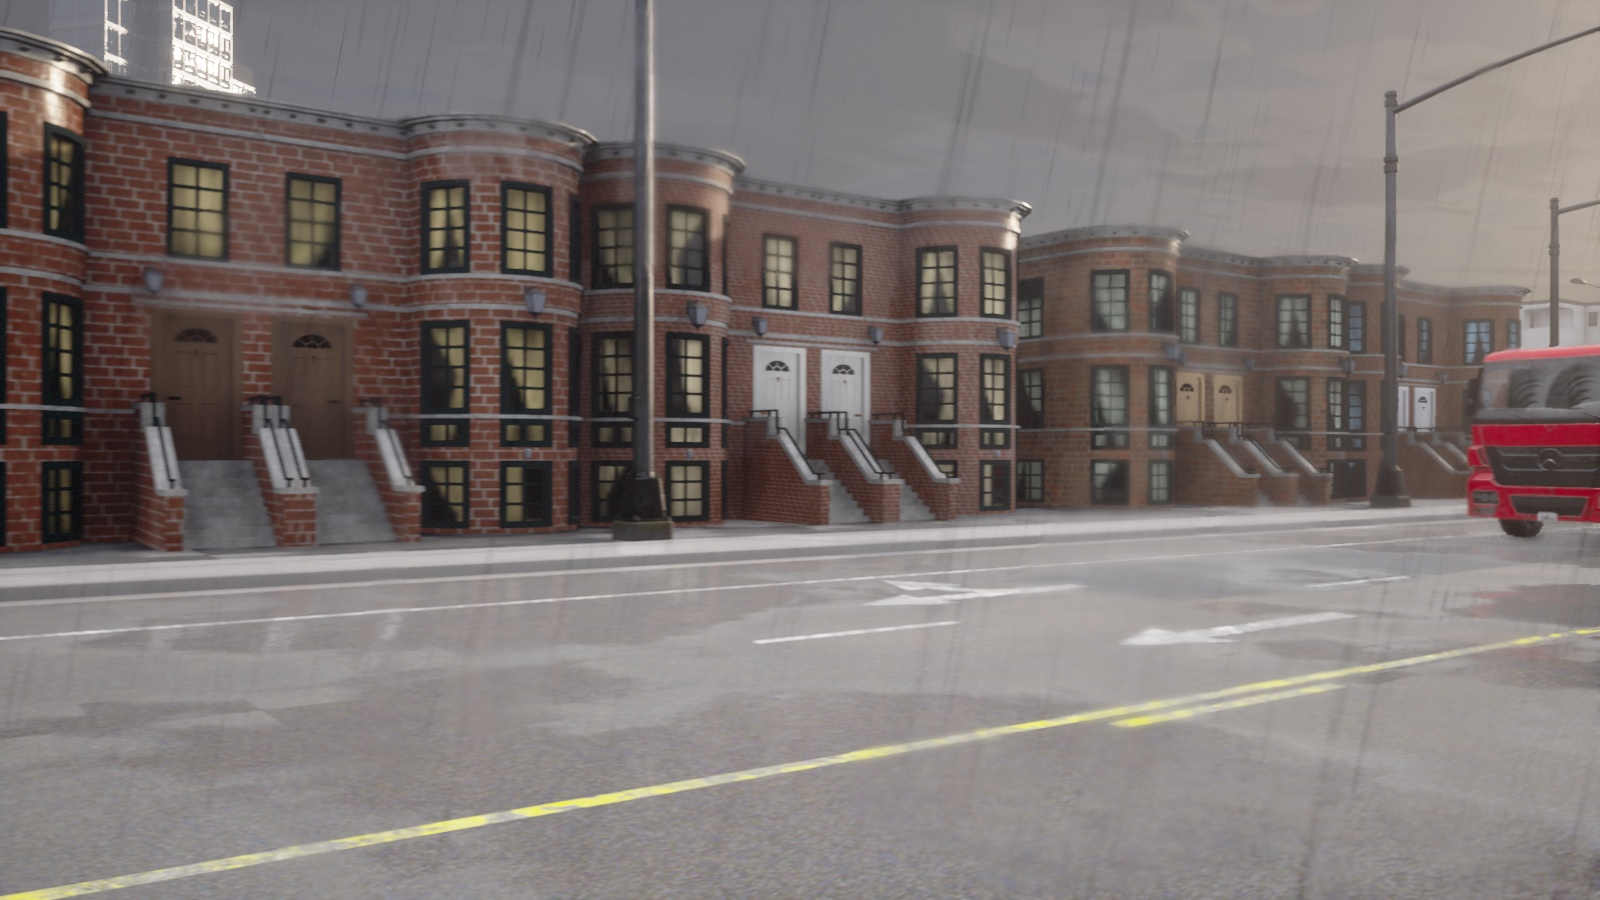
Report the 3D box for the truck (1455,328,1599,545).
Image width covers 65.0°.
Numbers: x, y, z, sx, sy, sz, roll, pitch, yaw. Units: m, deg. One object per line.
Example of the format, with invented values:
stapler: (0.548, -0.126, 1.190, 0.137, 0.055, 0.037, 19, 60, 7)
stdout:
truck: (15.532, -0.214, 22.989, 7.936, 3.462, 2.891, 0, 0, -35)
